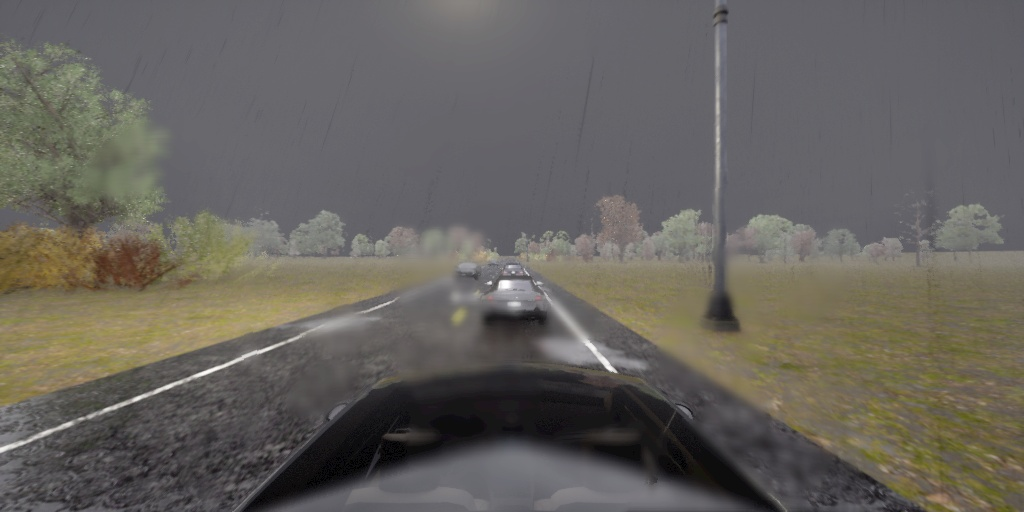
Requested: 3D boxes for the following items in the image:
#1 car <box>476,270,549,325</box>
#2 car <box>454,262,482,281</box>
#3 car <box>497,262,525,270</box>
[{"bbox_3d":[0.099,1.319,11.831,1.994,1.385,4.181,0,0,0],"label":"car"},{"bbox_3d":[-3.597,1.241,30.042,1.882,1.535,5.008,0,0,0],"label":"car"},{"bbox_3d":[0.100,1.311,29.851,2.033,1.411,5.357,0,0,0],"label":"car"}]
